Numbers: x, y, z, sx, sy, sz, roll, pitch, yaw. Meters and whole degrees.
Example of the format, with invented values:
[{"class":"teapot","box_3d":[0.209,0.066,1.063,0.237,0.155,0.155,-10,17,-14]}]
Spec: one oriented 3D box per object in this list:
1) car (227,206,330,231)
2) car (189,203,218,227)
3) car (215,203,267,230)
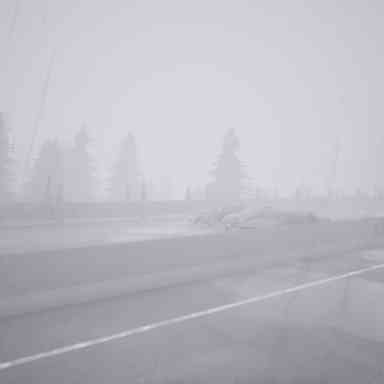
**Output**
[{"class":"car","box_3d":[4.477,1.552,15.778,5.357,1.411,2.033,0,0,-35]},{"class":"car","box_3d":[2.053,1.497,22.645,4.902,1.511,2.128,0,0,-35]},{"class":"car","box_3d":[3.904,1.532,19.666,4.674,1.442,1.812,0,0,-35]}]
